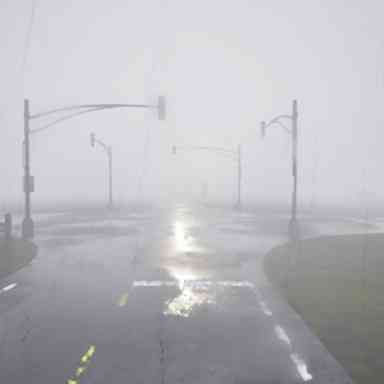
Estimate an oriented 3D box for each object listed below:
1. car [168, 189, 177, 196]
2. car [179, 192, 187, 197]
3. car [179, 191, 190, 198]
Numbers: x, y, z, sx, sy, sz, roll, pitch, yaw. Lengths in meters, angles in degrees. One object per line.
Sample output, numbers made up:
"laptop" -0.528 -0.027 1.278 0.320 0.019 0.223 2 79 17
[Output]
"car" -4.610 0.085 78.174 2.097 1.767 4.553 0 1 -3
"car" -2.226 0.559 84.162 1.895 1.301 4.718 0 1 -4
"car" -1.623 0.504 74.086 2.097 1.767 4.553 0 1 -3
